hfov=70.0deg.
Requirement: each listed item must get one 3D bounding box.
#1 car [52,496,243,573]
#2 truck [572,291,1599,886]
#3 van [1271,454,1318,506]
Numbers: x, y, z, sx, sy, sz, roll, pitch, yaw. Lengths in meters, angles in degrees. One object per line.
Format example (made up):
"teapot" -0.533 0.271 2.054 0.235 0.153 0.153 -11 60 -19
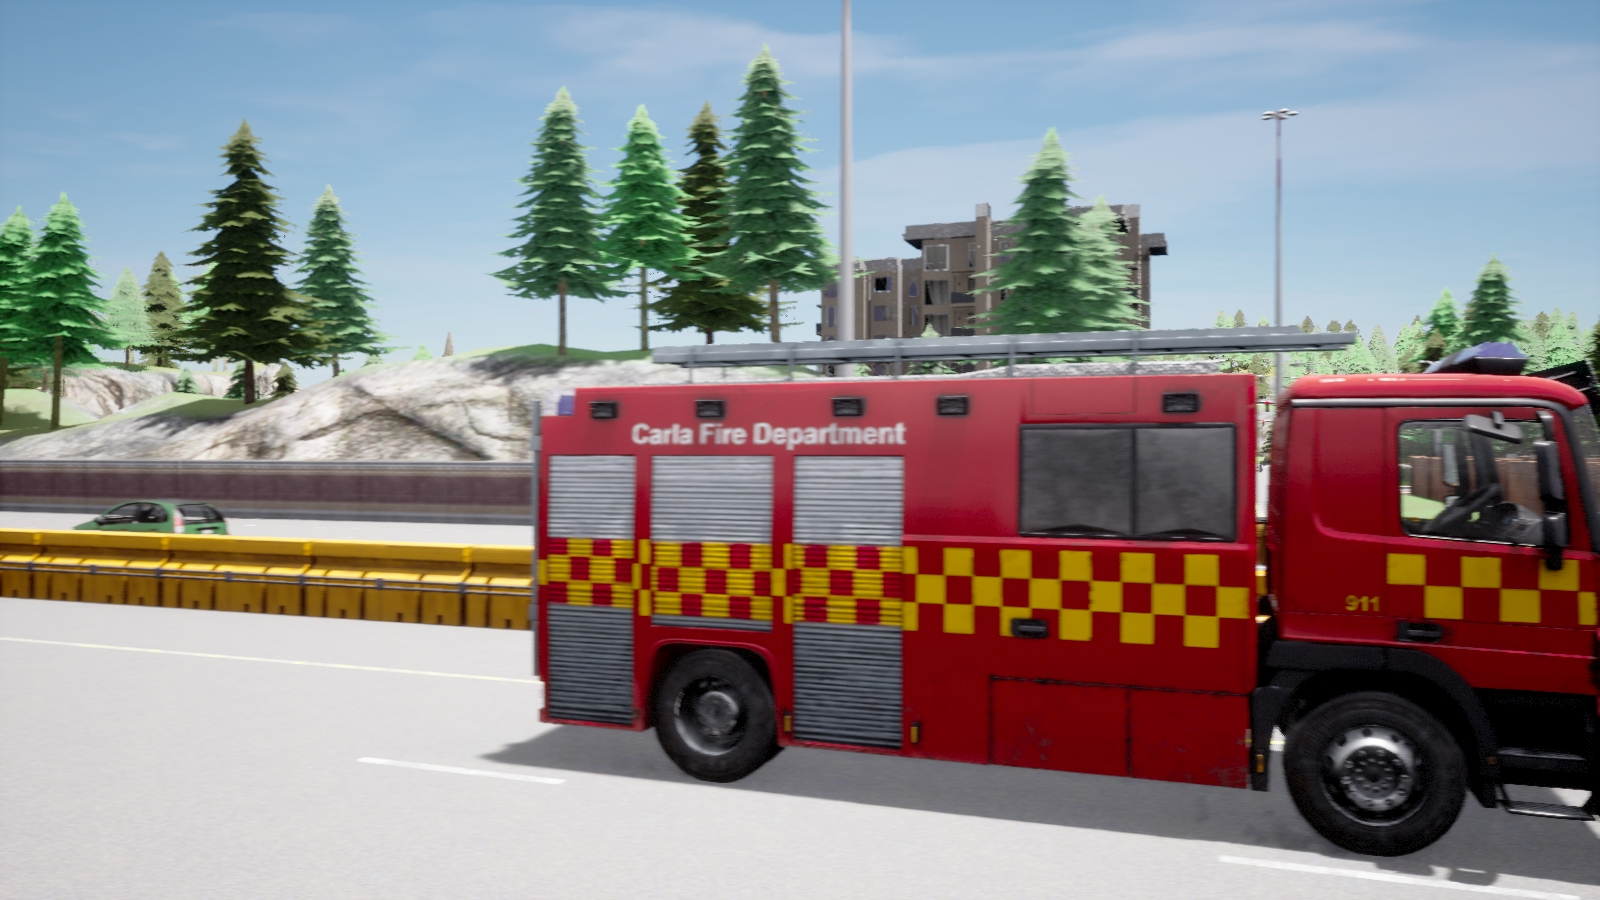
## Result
"car" -15.755 1.986 27.600 3.988 1.617 1.851 0 0 19
"truck" 2.484 0.889 9.856 8.468 3.827 2.891 0 0 20
"van" 25.805 1.516 59.820 1.988 2.561 5.915 0 0 21
